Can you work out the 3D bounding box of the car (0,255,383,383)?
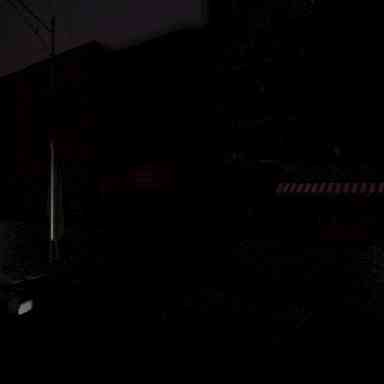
[{"bbox_3d":[-0.589,1.477,3.700,5.008,1.535,1.882,0,0,35],"label":"car"}]
